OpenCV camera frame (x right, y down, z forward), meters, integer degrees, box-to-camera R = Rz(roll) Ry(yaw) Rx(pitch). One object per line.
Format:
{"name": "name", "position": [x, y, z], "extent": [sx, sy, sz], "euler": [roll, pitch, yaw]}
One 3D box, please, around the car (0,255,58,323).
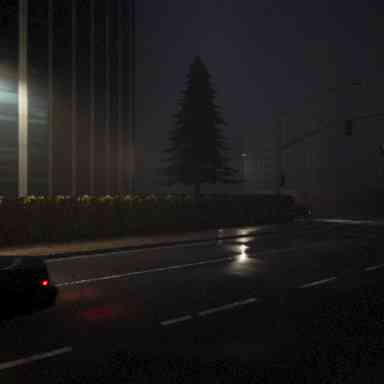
{"name": "car", "position": [-4.870, 1.547, 4.794], "extent": [5.357, 1.411, 2.033], "euler": [0, 0, -35]}

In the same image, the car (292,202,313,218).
{"name": "car", "position": [8.555, 1.491, 30.148], "extent": [2.128, 1.511, 4.902], "euler": [0, 0, -35]}
